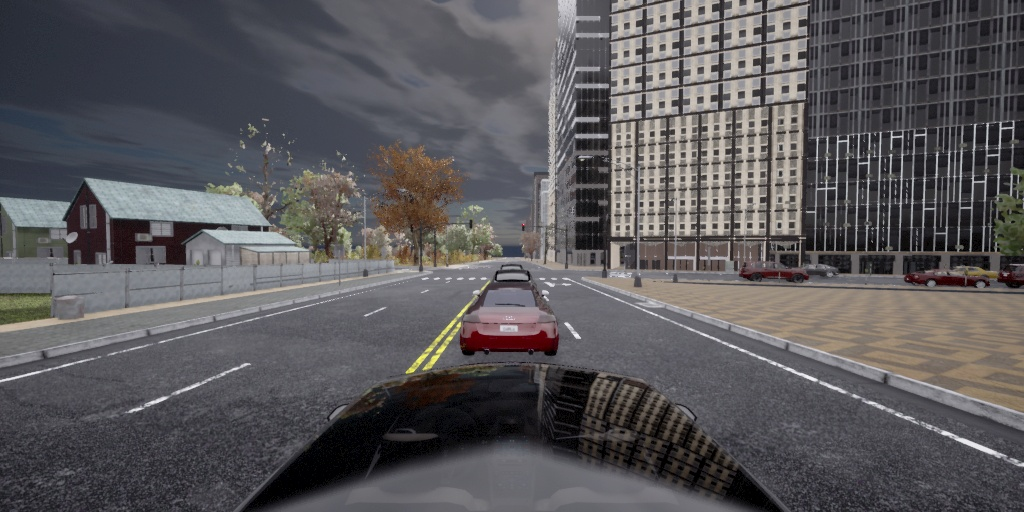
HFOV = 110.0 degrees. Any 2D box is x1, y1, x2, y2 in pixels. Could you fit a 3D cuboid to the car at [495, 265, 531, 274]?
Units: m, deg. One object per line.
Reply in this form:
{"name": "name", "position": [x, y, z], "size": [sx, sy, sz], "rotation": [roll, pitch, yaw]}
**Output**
{"name": "car", "position": [0.030, 1.251, 14.027], "size": [1.837, 1.490, 4.892], "rotation": [0, 0, 0]}

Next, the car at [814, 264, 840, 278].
{"name": "car", "position": [31.007, 1.469, 37.171], "size": [4.403, 1.370, 2.007], "rotation": [0, 0, 20]}

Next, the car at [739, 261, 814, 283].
{"name": "car", "position": [22.980, 1.394, 31.714], "size": [5.009, 1.841, 2.192], "rotation": [0, 0, 20]}

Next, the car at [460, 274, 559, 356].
{"name": "car", "position": [-0.032, 1.311, 8.642], "size": [1.994, 1.385, 4.181], "rotation": [0, 0, 1]}

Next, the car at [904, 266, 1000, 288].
{"name": "car", "position": [33.630, 1.715, 27.828], "size": [4.507, 1.381, 1.888], "rotation": [0, 0, 20]}

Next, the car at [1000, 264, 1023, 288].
{"name": "car", "position": [38.956, 1.530, 25.885], "size": [5.009, 1.841, 2.192], "rotation": [0, 0, 20]}
